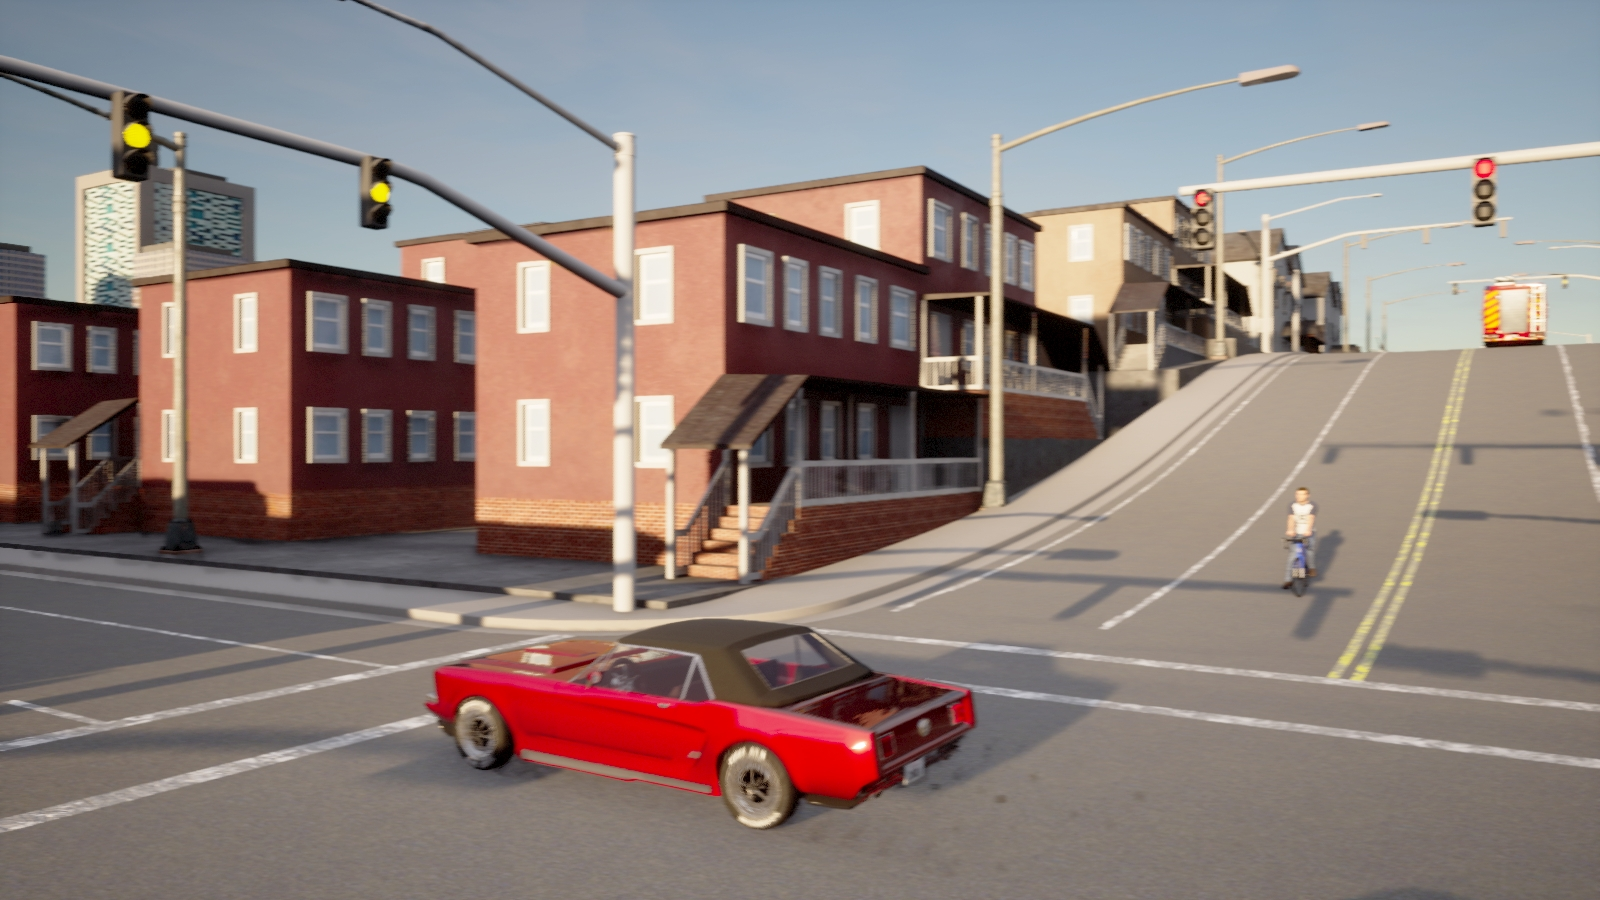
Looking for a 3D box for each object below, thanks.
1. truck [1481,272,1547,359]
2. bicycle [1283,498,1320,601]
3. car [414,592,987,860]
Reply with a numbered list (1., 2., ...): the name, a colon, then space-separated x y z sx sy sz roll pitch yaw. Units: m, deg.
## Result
1. truck: 39.501 -7.268 63.236 2.891 3.827 8.468 0 0 32
2. bicycle: 8.622 1.675 19.613 0.373 1.521 1.643 0 4 31
3. car: -0.969 2.136 9.833 4.718 1.301 1.895 0 0 32
